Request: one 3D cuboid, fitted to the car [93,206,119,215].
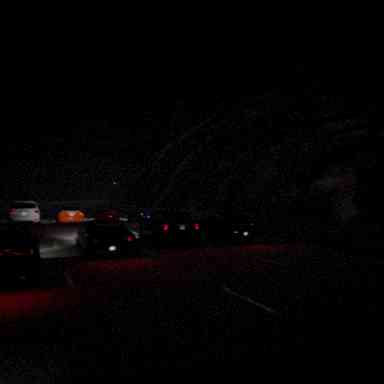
[{"bbox_3d":[-8.560,2.154,32.860,1.882,1.535,5.008,1,-1,-25],"label":"car"}]

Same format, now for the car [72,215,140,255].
[{"bbox_3d":[-4.011,1.909,14.846,1.895,1.301,4.718,1,-1,-25],"label":"car"}]

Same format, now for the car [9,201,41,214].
[{"bbox_3d":[-13.791,1.736,27.523,2.150,2.045,5.566,1,-2,-25],"label":"car"}]

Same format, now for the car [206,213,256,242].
[{"bbox_3d":[1.710,1.942,19.147,2.128,1.511,4.902,1,-1,-25],"label":"car"}]

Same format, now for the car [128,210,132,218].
[{"bbox_3d":[-5.160,2.251,33.833,1.812,1.442,4.674,1,-1,-25],"label":"car"}]

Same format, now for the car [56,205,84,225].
[{"bbox_3d":[-10.956,1.939,29.715,2.097,1.767,4.553,1,-1,-25],"label":"car"}]

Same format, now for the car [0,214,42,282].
[{"bbox_3d":[-5.649,1.665,10.042,1.882,1.535,5.008,1,-1,-25],"label":"car"}]

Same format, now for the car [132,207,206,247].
[{"bbox_3d":[-1.348,1.739,17.428,2.097,1.767,4.553,1,-1,-25],"label":"car"}]
